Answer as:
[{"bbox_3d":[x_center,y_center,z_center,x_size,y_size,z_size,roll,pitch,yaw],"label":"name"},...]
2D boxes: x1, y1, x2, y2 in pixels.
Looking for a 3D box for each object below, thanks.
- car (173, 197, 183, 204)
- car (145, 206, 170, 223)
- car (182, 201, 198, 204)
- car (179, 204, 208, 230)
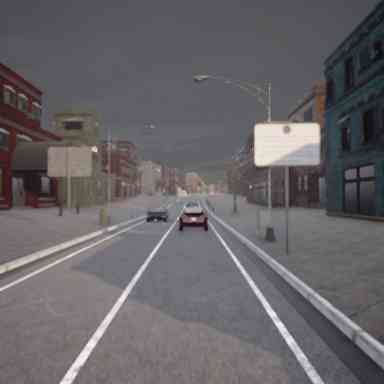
[{"bbox_3d":[-2.988,1.802,71.471,2.128,1.511,4.902,0,2,0],"label":"car"},{"bbox_3d":[-3.094,2.042,30.935,2.033,1.411,5.357,0,-1,0],"label":"car"},{"bbox_3d":[0.107,2.126,41.796,2.033,1.649,4.856,0,-1,0],"label":"car"},{"bbox_3d":[0.104,1.845,23.897,2.163,1.488,4.792,0,-1,0],"label":"car"}]
